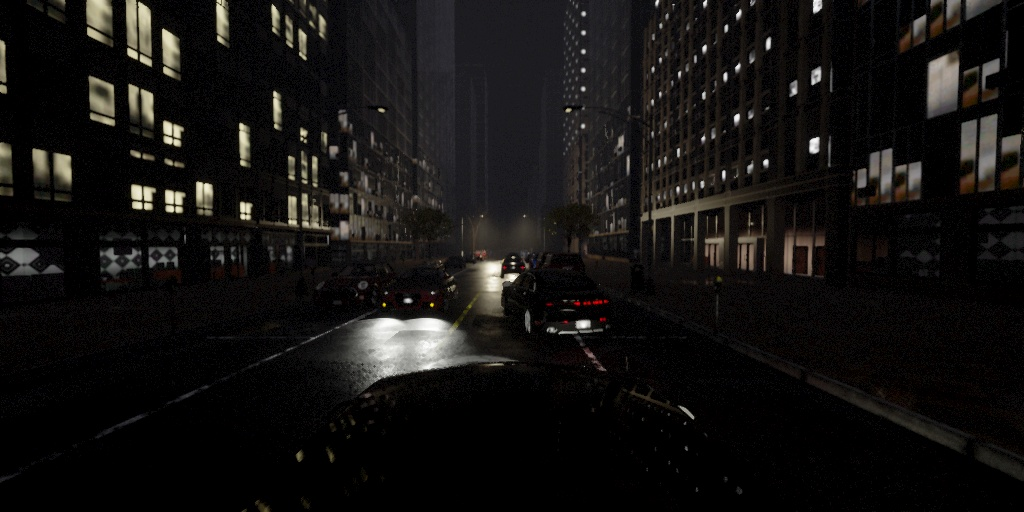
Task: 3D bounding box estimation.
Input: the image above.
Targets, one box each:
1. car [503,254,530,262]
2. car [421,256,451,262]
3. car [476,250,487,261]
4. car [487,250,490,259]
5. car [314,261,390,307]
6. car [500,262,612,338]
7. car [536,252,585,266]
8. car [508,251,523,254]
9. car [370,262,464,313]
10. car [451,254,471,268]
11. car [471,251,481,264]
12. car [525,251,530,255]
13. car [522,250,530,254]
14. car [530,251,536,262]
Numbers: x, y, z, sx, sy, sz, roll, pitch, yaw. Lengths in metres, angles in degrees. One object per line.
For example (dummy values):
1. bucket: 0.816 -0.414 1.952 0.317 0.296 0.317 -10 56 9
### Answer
1. car: 0.093 0.802 26.971 2.033 1.411 5.357 0 1 0
2. car: -5.688 0.818 24.873 1.751 1.417 4.829 0 0 0
3. car: -5.683 0.059 59.139 1.967 1.591 4.097 0 0 0
4. car: -5.683 -0.179 64.821 2.192 1.841 5.009 0 0 0
5. car: -5.690 0.955 13.678 1.967 1.591 4.097 0 0 0
6. car: 0.958 1.098 9.759 1.837 1.490 4.892 -1 2 -12
7. car: 2.692 0.718 19.360 2.192 1.841 5.009 0 0 0
8. car: 0.098 0.357 47.381 1.837 1.490 4.892 0 1 0
9. car: -3.096 1.099 12.644 1.994 1.385 4.181 0 1 0
10. car: -5.687 0.635 36.408 1.948 1.339 4.313 0 0 0
11. car: -5.685 0.395 47.773 2.007 1.370 4.403 0 0 0
12. car: 2.694 0.508 36.407 1.967 1.591 4.097 0 0 0
13. car: 2.695 0.284 47.772 1.967 1.591 4.097 0 0 0
14. car: 2.693 0.607 25.043 2.192 1.841 5.009 0 0 0
